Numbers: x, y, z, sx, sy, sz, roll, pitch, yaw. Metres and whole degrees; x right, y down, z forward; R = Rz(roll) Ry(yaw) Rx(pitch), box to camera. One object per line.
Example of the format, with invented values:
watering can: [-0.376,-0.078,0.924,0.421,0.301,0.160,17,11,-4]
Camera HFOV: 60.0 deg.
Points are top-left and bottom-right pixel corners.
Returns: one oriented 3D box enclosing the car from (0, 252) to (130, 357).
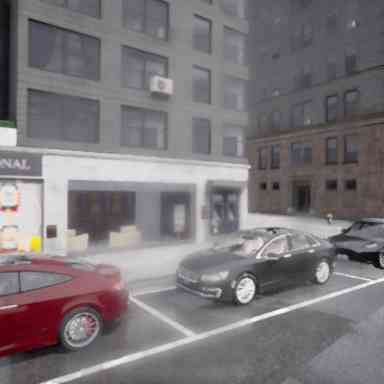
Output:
car: [-2.949,1.583,4.653,4.206,1.307,1.802,0,0,-35]

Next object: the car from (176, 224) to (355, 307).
car: [1.674,1.561,7.941,4.403,1.369,2.008,0,0,-35]

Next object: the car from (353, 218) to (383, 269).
car: [6.298,1.585,11.229,4.313,1.339,1.947,0,0,-35]
